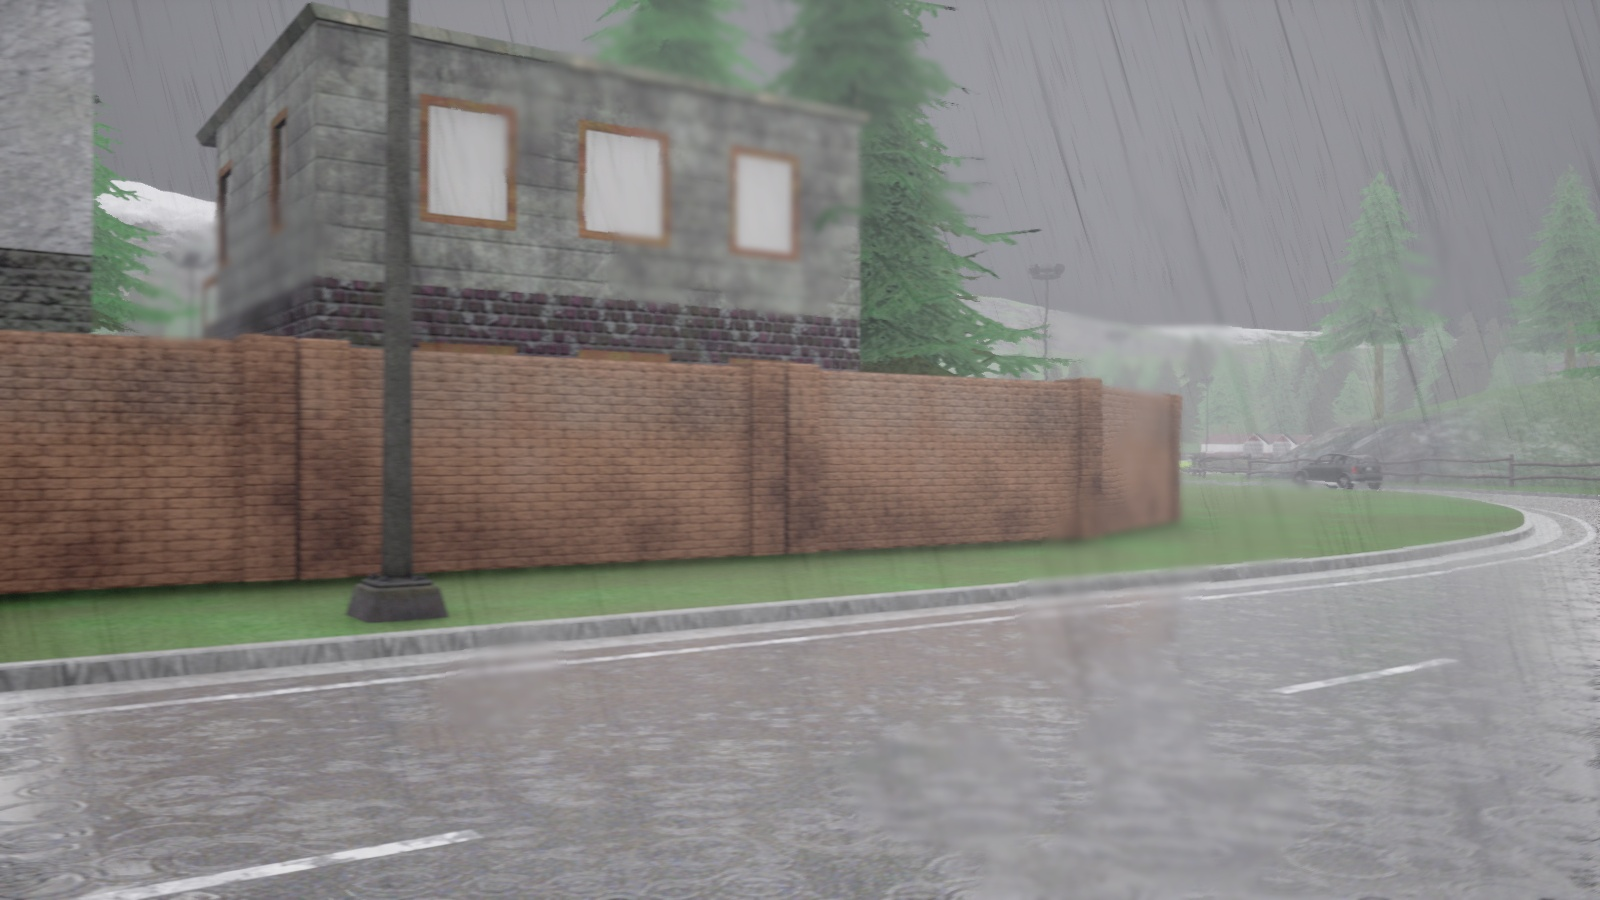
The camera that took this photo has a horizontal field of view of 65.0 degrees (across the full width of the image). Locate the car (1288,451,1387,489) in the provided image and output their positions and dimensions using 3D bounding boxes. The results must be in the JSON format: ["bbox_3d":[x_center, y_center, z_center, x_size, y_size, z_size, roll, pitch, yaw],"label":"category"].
[{"bbox_3d":[22.235,0.804,52.064,1.789,1.549,3.705,0,0,-17],"label":"car"}]
